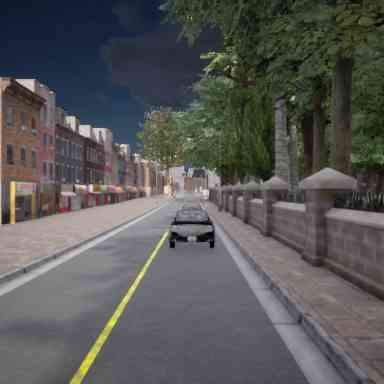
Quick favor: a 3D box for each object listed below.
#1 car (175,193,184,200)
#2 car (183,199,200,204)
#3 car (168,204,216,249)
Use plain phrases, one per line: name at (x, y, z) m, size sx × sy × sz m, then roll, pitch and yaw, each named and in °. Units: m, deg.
car at (-2.750, 1.043, 75.707) m, size 1.812 × 1.442 × 4.674 m, roll 0°, pitch 1°, yaw 0°
car at (0.000, 1.594, 29.678) m, size 1.895 × 1.301 × 4.718 m, roll 0°, pitch 0°, yaw 0°
car at (0.000, 1.495, 14.650) m, size 2.128 × 1.511 × 4.902 m, roll 0°, pitch 0°, yaw 0°
